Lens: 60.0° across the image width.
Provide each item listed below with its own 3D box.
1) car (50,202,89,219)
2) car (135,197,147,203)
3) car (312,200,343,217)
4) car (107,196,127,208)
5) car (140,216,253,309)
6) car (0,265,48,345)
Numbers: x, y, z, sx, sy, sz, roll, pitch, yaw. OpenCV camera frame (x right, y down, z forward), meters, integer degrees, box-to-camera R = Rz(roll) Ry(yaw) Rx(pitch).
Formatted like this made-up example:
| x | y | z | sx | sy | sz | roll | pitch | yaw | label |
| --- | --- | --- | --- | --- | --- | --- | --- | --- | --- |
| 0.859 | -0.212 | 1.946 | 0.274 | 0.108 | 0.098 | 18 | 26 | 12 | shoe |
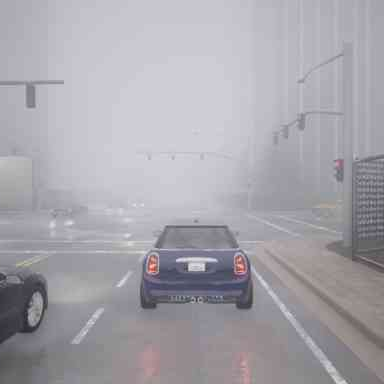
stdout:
| x | y | z | sx | sy | sz | roll | pitch | yaw | label |
| --- | --- | --- | --- | --- | --- | --- | --- | --- | --- |
| -10.537 | 1.572 | 28.917 | 1.895 | 1.301 | 4.718 | 0 | 0 | 0 | car |
| -10.357 | 1.601 | 67.142 | 1.895 | 1.301 | 4.718 | 0 | 0 | 0 | car |
| 13.330 | 1.422 | 29.747 | 5.008 | 1.535 | 1.882 | 0 | 0 | 0 | car |
| -10.496 | 1.353 | 46.821 | 2.097 | 1.767 | 4.553 | 0 | 0 | 0 | car |
| 0.096 | 1.352 | 8.028 | 2.097 | 1.767 | 4.553 | 0 | 0 | 0 | car |
| -3.431 | 1.505 | 3.903 | 1.837 | 1.490 | 4.892 | 0 | 0 | 0 | car |
